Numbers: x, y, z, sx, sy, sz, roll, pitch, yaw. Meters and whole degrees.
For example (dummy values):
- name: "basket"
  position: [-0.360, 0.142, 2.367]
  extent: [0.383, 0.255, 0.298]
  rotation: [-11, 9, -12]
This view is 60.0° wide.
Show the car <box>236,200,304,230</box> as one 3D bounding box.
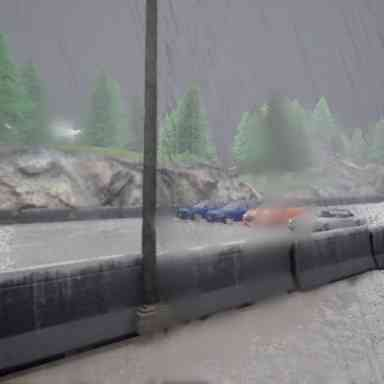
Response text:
- name: "car"
  position: [5.303, 1.304, 20.676]
  extent: [4.553, 1.767, 2.097]
  rotation: [0, 0, -36]

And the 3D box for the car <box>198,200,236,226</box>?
- name: "car"
  position: [3.200, 1.430, 23.476]
  extent: [5.008, 1.535, 1.882]
  rotation: [0, 0, -35]

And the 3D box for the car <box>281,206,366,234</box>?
- name: "car"
  position: [7.196, 1.554, 17.729]
  extent: [4.718, 1.301, 1.895]
  rotation: [0, 0, -36]

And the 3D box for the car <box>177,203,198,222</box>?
- name: "car"
  position: [1.163, 1.429, 26.323]
  extent: [5.008, 1.535, 1.882]
  rotation: [0, 0, -35]
